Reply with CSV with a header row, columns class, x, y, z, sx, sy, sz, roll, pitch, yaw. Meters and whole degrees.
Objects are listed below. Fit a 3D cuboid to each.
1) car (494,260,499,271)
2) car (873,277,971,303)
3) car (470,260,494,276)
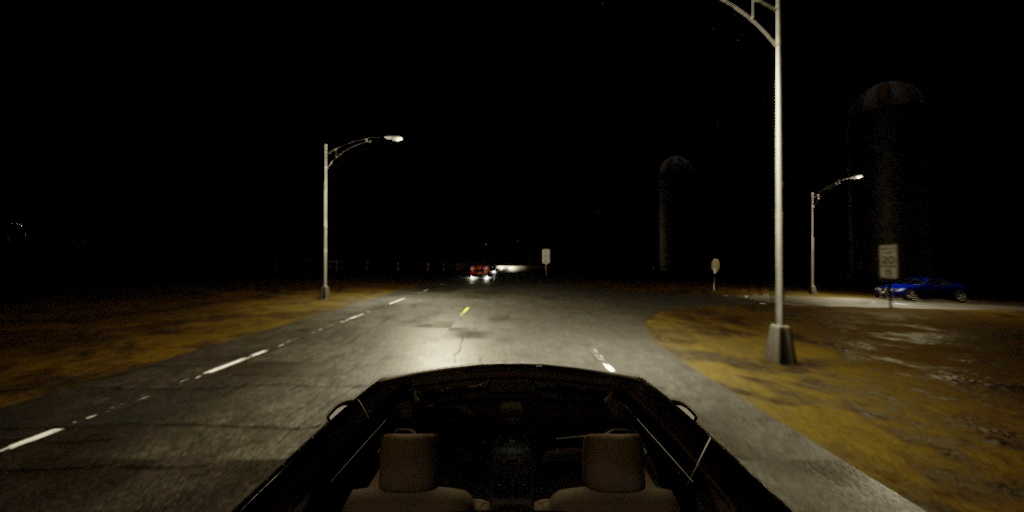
class,x,y,z,sx,sy,sz,roll,pitch,yaw
car,-3.547,1.637,58.332,1.837,1.490,4.892,0,0,1
car,24.702,2.005,21.649,4.674,1.442,1.812,1,-2,0
car,-3.587,1.336,41.015,2.097,1.767,4.553,0,0,0
